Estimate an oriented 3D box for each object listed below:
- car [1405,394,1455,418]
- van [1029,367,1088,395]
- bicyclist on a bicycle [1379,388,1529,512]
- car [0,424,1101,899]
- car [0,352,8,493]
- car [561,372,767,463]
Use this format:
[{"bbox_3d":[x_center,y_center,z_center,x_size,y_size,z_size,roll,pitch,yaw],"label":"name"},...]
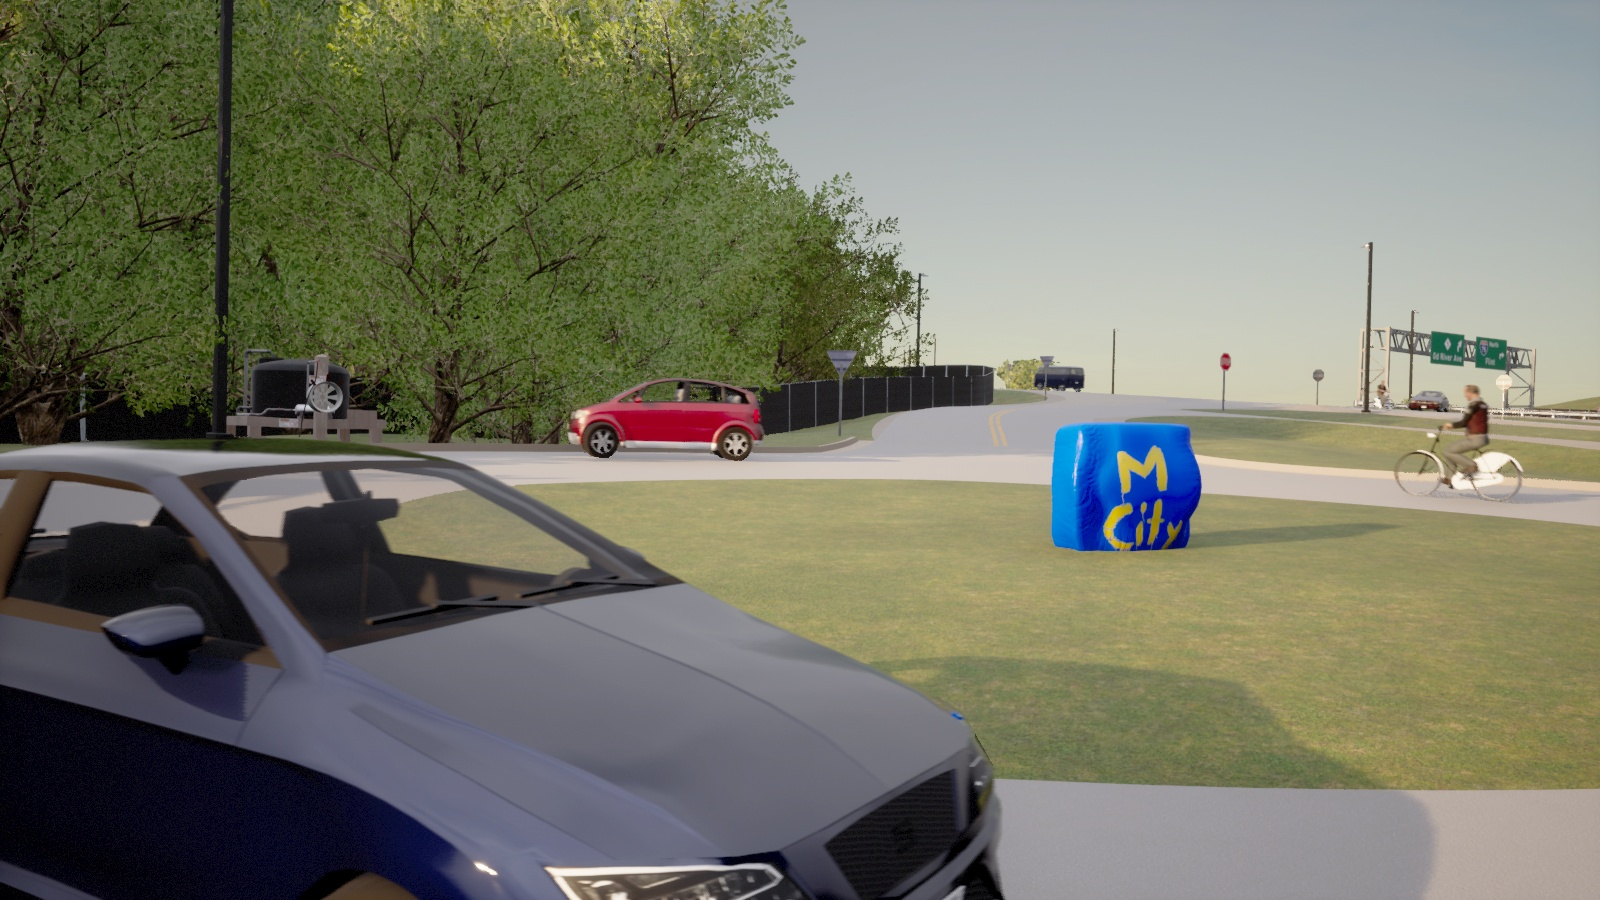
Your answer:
[{"bbox_3d":[42.159,-2.943,83.985,2.033,1.411,5.357,6,5,36],"label":"car"},{"bbox_3d":[19.557,-5.252,95.168,1.775,1.987,4.442,2,3,-29],"label":"van"},{"bbox_3d":[9.922,-0.044,19.126,0.659,1.776,1.843,-1,4,-40],"label":"bicyclist on a bicycle"},{"bbox_3d":[-1.442,0.708,3.814,4.193,1.474,1.816,2,2,31],"label":"car"},{"bbox_3d":[-10.180,-0.162,12.544,1.851,1.617,3.988,1,5,3],"label":"car"},{"bbox_3d":[-2.654,-0.630,24.146,3.705,1.549,1.789,2,2,-12],"label":"car"}]
